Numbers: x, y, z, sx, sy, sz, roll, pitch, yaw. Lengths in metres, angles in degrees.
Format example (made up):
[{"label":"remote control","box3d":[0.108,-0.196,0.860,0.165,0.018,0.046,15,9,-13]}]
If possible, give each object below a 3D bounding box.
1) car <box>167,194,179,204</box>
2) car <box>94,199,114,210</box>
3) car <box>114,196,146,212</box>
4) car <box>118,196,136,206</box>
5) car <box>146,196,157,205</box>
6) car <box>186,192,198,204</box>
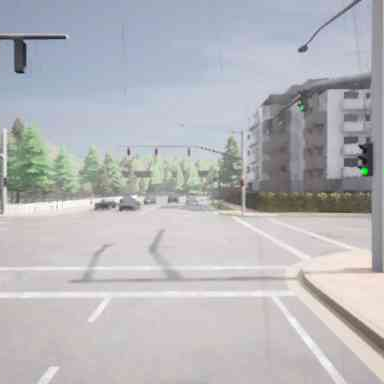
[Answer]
[{"label":"car","box3d":[-3.502,1.224,62.462,2.097,1.767,4.553,0,0,0]},{"label":"car","box3d":[-10.574,1.517,41.077,1.895,1.301,4.718,0,0,0]},{"label":"car","box3d":[-7.084,1.469,38.492,2.033,1.411,5.357,0,0,0]},{"label":"car","box3d":[-10.540,1.366,54.529,1.882,1.535,5.008,0,0,0]},{"label":"car","box3d":[-7.027,1.377,56.243,2.128,1.511,4.902,0,0,1]},{"label":"car","box3d":[-0.002,1.091,62.536,2.150,2.045,5.566,0,0,0]}]
